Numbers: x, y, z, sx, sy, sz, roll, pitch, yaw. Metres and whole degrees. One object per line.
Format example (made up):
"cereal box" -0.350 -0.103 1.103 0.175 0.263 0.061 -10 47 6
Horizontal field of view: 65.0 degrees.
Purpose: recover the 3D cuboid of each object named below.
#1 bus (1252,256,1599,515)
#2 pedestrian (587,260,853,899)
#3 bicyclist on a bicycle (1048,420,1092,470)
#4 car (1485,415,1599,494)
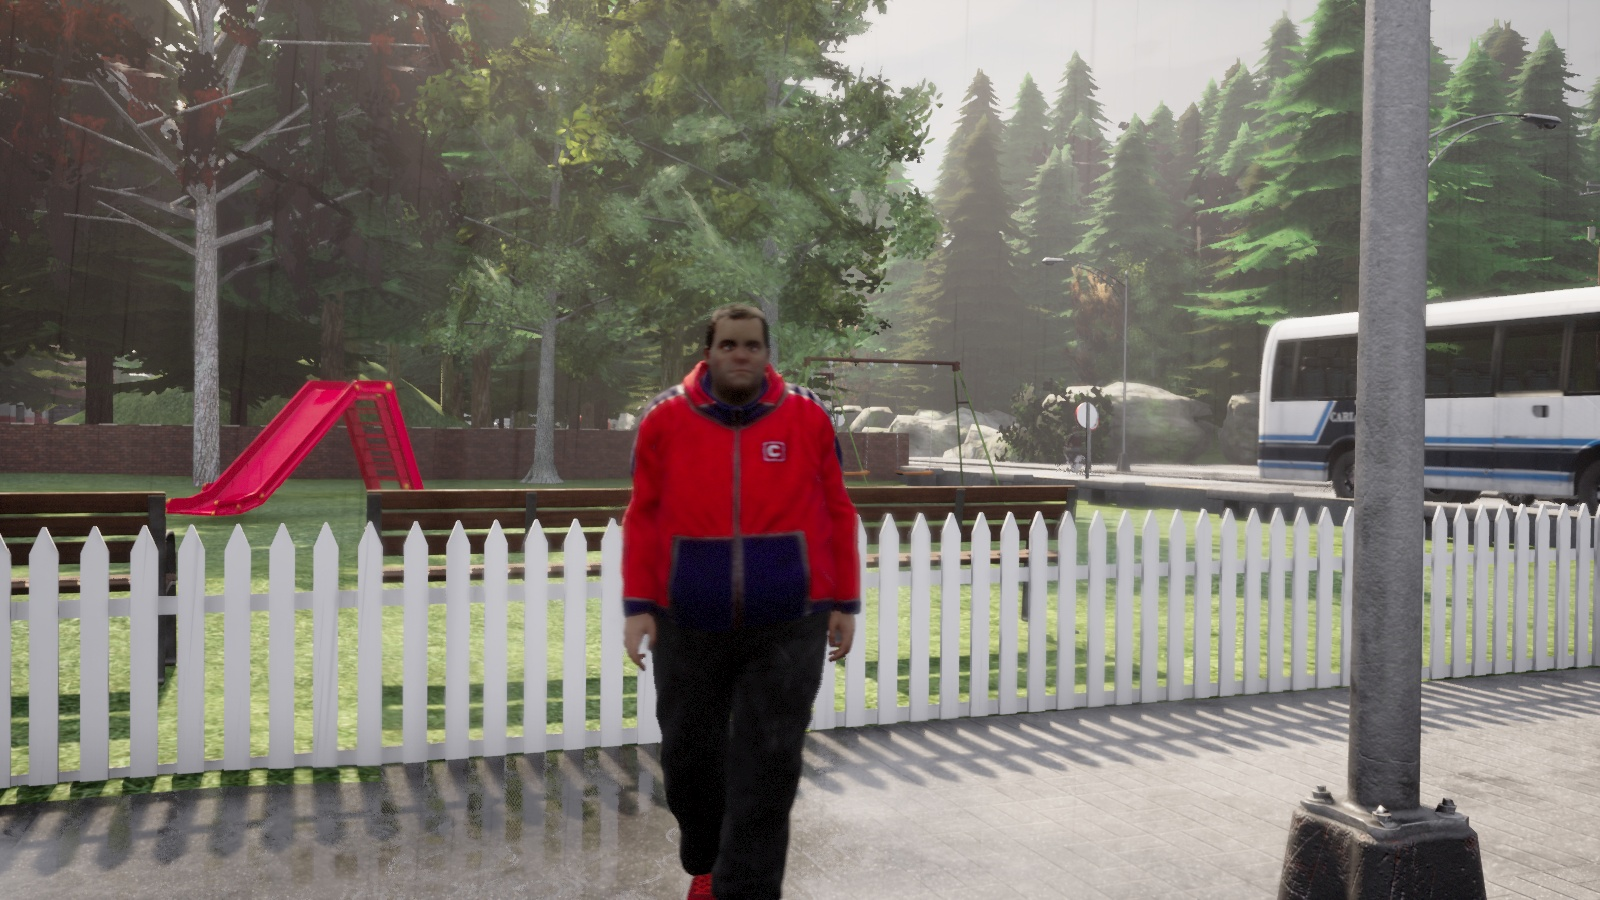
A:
"bus" 13.873 -1.123 24.229 3.944 4.253 10.273 -1 1 -21
"pedestrian" -0.179 0.452 3.552 0.634 1.844 0.899 -1 1 3
"bicyclist on a bicycle" 9.878 -0.186 45.934 0.659 1.776 1.843 -1 1 -21
"car" 17.125 0.072 26.982 1.851 1.617 3.988 -1 1 -21
